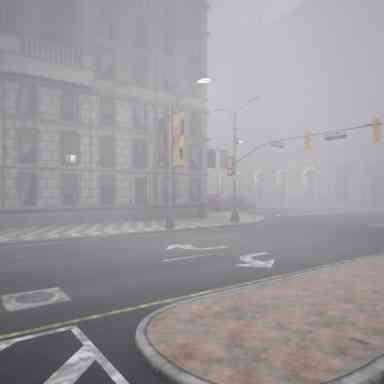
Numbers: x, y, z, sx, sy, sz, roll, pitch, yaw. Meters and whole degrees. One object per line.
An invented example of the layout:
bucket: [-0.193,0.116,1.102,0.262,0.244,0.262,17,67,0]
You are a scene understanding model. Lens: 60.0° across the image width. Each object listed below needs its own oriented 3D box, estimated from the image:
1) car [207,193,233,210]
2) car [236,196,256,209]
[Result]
car: [2.725,1.221,43.785,2.150,2.045,5.566,0,0,-36]
car: [6.402,1.352,44.678,2.097,1.767,4.553,0,0,-36]
